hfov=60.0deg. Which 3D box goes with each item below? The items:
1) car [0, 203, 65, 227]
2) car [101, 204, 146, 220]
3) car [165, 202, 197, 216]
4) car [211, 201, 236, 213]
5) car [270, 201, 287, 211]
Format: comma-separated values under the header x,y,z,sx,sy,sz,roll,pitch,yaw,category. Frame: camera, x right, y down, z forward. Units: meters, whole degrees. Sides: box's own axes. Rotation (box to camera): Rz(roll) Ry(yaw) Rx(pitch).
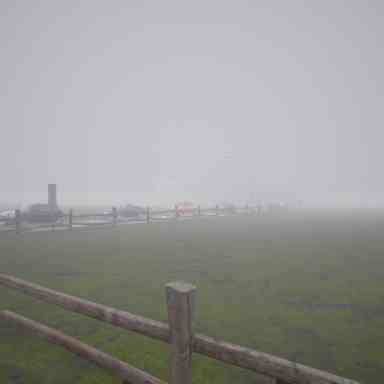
x,y,z,sx,sy,sz,roll,pitch,yaw,category
-12.155,1.643,25.347,2.097,1.767,4.553,-1,-1,35,car
-6.721,1.953,33.034,2.128,1.511,4.902,-1,-1,35,car
-1.311,1.981,40.687,2.097,1.767,4.553,-1,-1,35,car
4.613,2.164,49.015,2.097,1.767,4.553,-1,-1,36,car
15.469,2.411,59.358,2.097,1.767,4.553,-1,-1,37,car
